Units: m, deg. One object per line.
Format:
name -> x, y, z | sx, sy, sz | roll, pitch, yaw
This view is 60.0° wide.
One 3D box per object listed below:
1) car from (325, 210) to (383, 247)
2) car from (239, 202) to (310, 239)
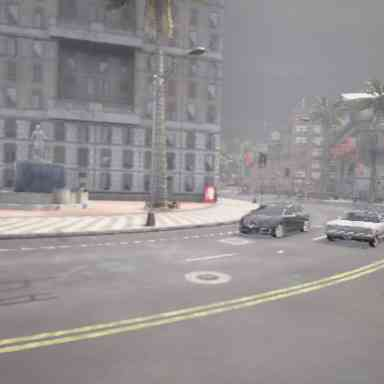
car -> 7.617, 1.522, 14.936 | 1.895, 1.301, 4.718 | 3, 1, 40
car -> 4.184, 1.297, 16.324 | 1.837, 1.490, 4.892 | 3, 1, 41
